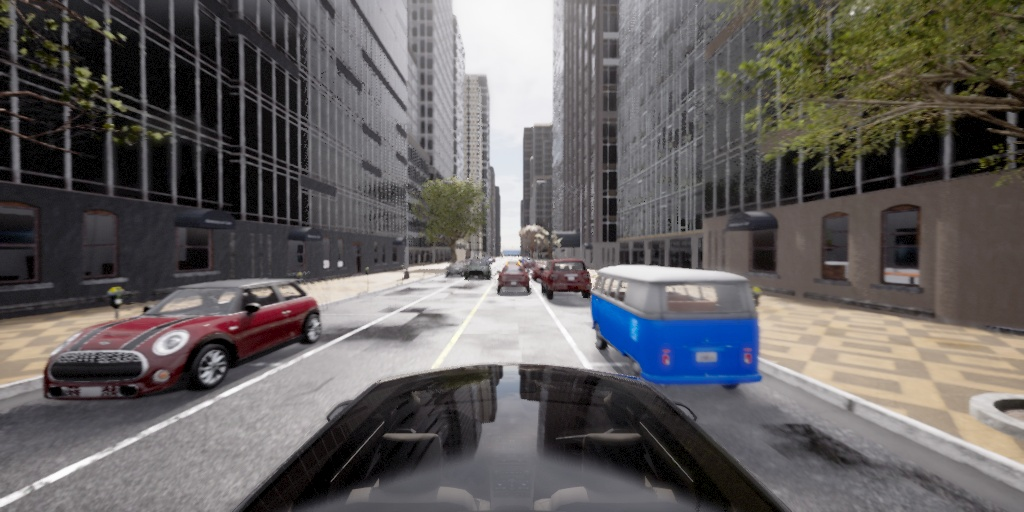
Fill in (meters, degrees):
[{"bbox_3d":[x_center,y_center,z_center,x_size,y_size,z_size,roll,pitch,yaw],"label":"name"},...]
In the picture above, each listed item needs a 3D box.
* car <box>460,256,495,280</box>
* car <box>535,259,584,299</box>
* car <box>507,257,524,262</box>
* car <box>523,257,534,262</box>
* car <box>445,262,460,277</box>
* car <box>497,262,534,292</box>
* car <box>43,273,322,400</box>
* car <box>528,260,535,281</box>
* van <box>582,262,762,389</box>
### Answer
[{"bbox_3d":[-2.829,1.072,30.670,2.097,1.767,4.553,0,0,0],"label":"car"},{"bbox_3d":[2.564,1.048,17.851,2.192,1.841,5.009,0,0,0],"label":"car"},{"bbox_3d":[0.097,1.189,39.861,1.882,1.535,5.008,0,0,0],"label":"car"},{"bbox_3d":[2.562,1.140,51.744,1.967,1.591,4.097,0,0,0],"label":"car"},{"bbox_3d":[-5.318,1.267,34.766,2.007,1.370,4.403,0,0,0],"label":"car"},{"bbox_3d":[0.094,1.255,21.143,1.812,1.442,4.674,0,0,0],"label":"car"},{"bbox_3d":[-5.316,1.185,6.523,1.967,1.591,4.097,0,0,0],"label":"car"},{"bbox_3d":[2.563,1.267,29.149,1.888,1.381,4.507,0,0,0],"label":"car"},{"bbox_3d":[2.564,1.086,6.554,1.690,1.789,3.998,0,0,0],"label":"van"}]
